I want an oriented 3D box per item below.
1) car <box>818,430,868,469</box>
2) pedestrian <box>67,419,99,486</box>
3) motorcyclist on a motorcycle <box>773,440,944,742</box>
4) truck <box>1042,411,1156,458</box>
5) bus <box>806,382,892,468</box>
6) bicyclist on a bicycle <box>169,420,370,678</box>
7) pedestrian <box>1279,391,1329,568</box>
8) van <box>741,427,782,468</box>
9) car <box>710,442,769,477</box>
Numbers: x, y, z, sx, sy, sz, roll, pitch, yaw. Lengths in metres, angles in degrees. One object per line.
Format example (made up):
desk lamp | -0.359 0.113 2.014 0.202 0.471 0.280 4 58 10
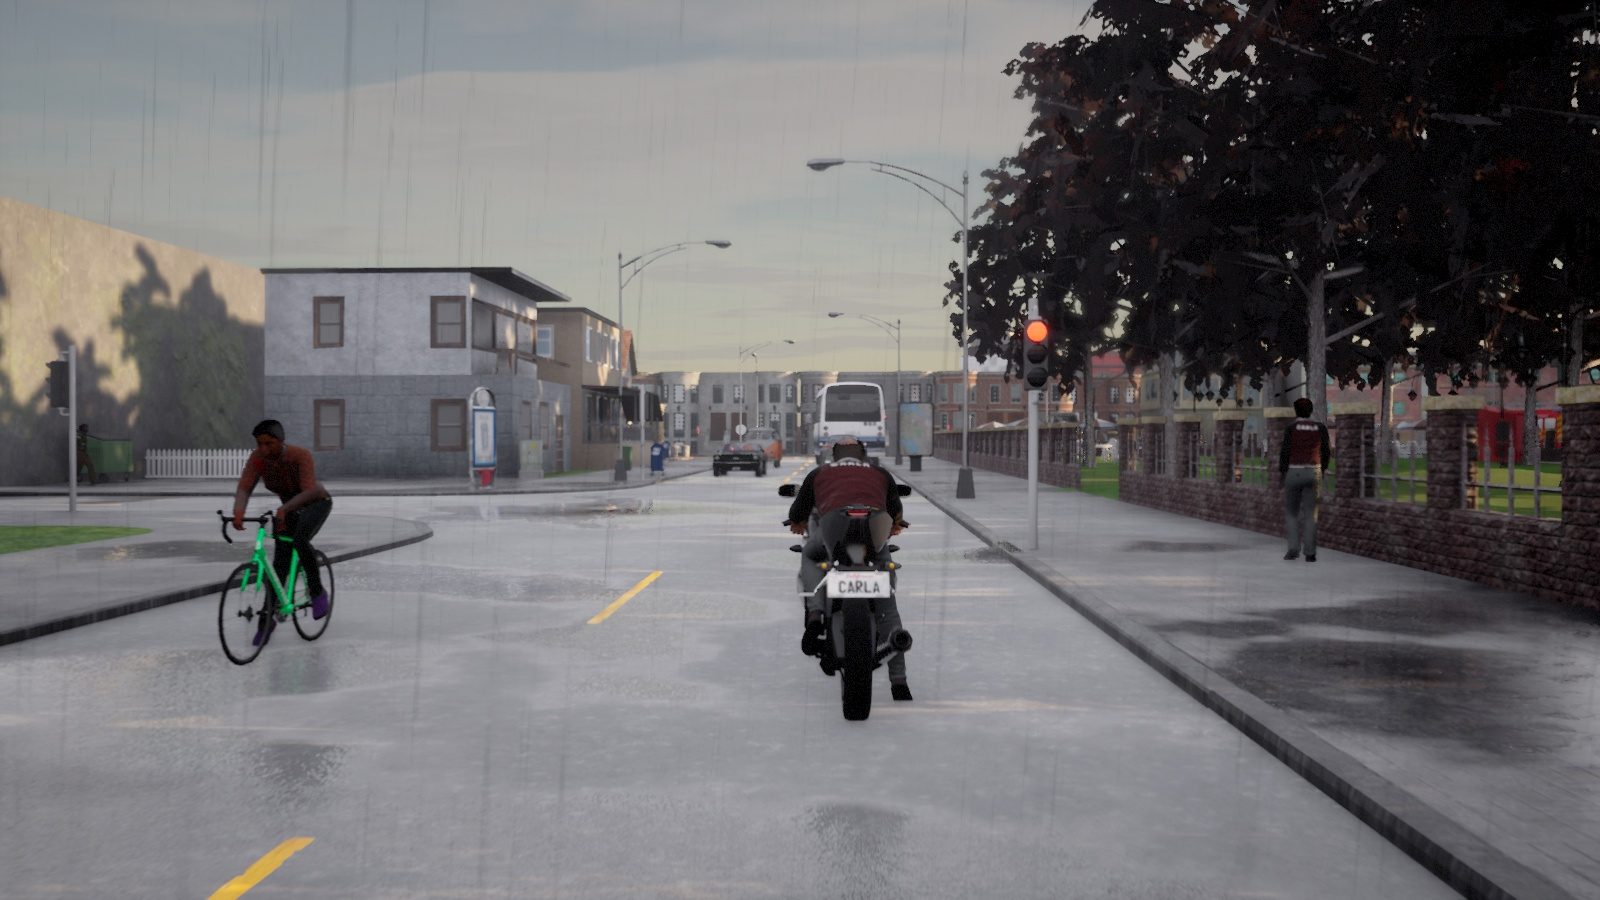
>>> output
car | 1.919 -0.045 56.433 2.152 1.651 5.027 0 1 1
pedestrian | -20.691 0.072 36.265 0.692 1.930 0.395 0 1 -3
motorcyclist on a motorcycle | 0.290 0.705 7.461 0.866 1.530 2.191 0 1 0
truck | 22.389 -1.174 94.423 7.936 3.462 2.891 0 1 2
bus | 2.460 -1.311 67.377 3.944 4.253 10.273 0 1 -1
bicyclist on a bicycle | -3.621 0.607 8.725 0.582 1.620 1.656 0 1 4
pedestrian | 5.608 0.318 13.997 0.402 1.930 0.666 0 1 12
van | -1.876 -0.137 62.680 1.775 1.987 4.442 0 1 2
car | -2.331 0.345 49.343 1.895 1.301 4.718 0 1 2
